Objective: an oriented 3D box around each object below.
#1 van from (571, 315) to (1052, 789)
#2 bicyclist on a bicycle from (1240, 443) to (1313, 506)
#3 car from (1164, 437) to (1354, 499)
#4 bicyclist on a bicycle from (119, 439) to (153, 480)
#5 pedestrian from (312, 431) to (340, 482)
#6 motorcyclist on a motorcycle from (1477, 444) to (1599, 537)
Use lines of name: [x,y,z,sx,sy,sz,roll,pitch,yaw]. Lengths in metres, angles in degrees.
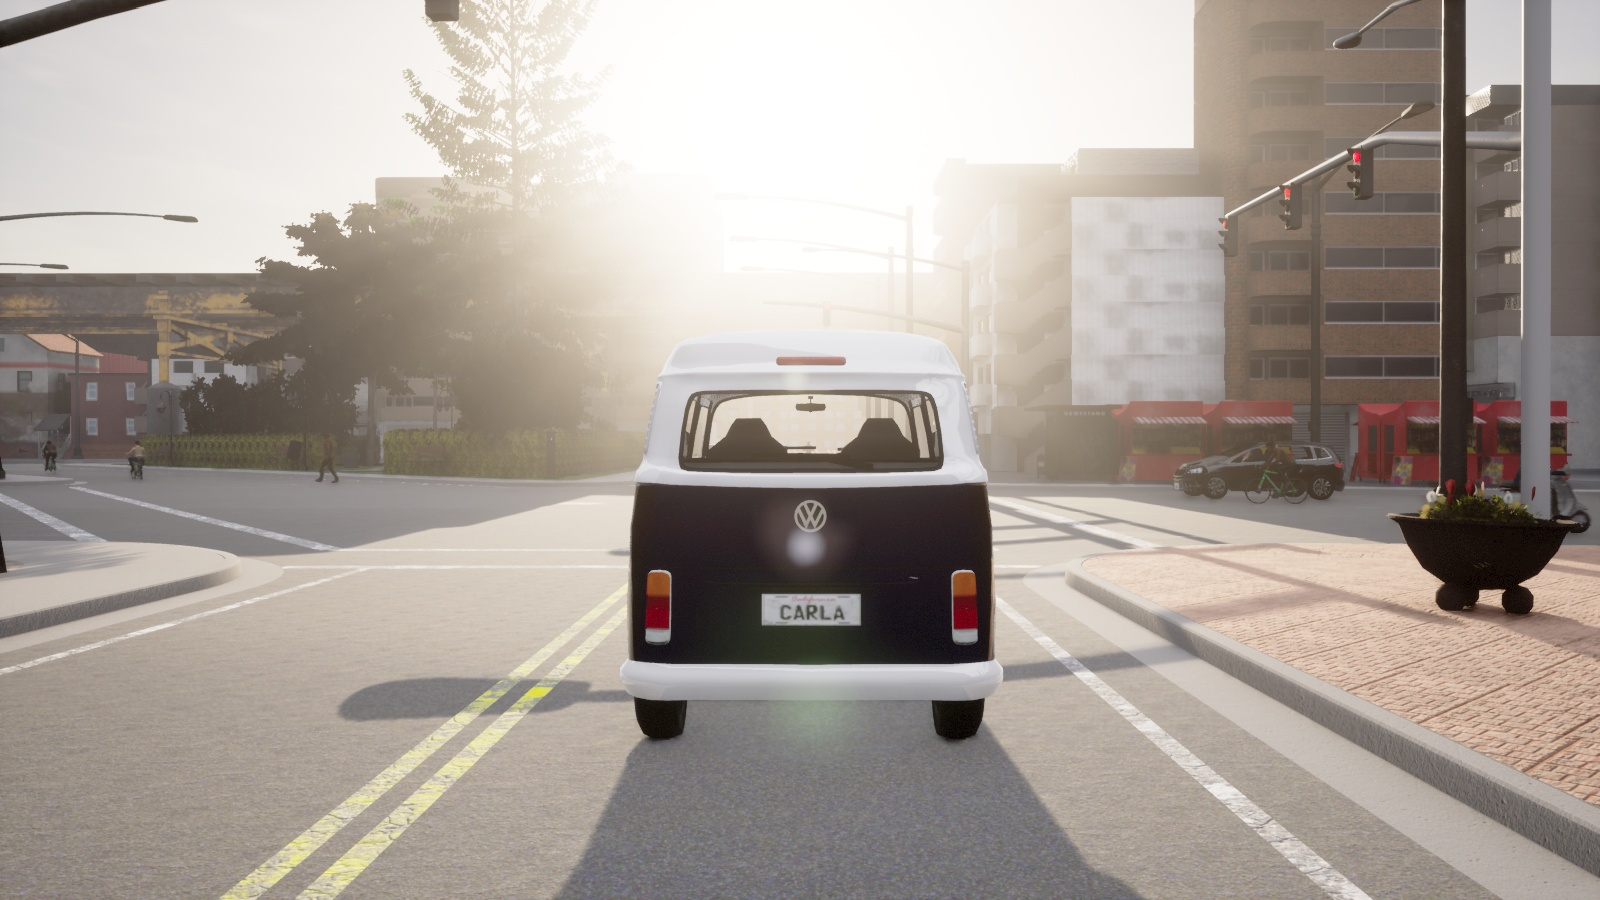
van: [0.066,0.427,7.651,2.069,2.038,4.480,0,0,0]
bicyclist on a bicycle: [12.357,0.625,32.583,1.656,1.620,0.582,0,0,0]
car: [13.098,0.503,36.080,4.611,1.667,2.242,1,0,0]
bicyclist on a bicycle: [-26.920,0.374,50.893,0.866,1.612,1.509,0,1,-43]
pedestrian: [-16.783,0.229,44.436,0.869,1.805,0.328,0,0,-7]
motorcyclist on a motorcycle: [13.065,0.699,22.082,1.817,1.590,0.866,1,0,0]
